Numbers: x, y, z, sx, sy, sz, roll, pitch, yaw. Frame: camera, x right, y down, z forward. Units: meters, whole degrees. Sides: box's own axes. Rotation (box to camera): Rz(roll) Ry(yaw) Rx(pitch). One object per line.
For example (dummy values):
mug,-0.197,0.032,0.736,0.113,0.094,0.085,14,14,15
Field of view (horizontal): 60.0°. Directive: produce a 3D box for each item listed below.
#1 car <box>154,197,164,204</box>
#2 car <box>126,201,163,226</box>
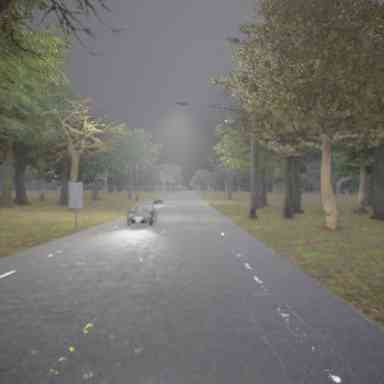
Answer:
car,-6.536,1.734,65.964,1.895,1.301,4.718,0,0,-5
car,-3.612,1.665,24.793,2.128,1.511,4.902,0,0,0
